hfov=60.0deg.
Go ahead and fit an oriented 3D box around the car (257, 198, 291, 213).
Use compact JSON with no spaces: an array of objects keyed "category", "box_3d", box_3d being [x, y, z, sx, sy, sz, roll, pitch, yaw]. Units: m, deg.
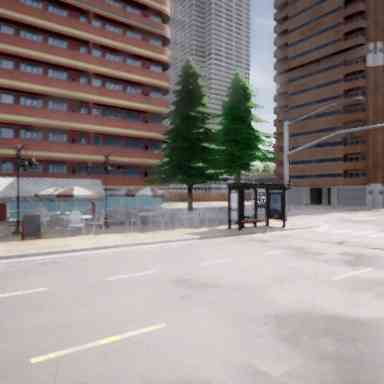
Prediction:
[{"category":"car","box_3d":[10.028,1.786,41.094,1.812,1.442,4.674,0,0,-36]}]
